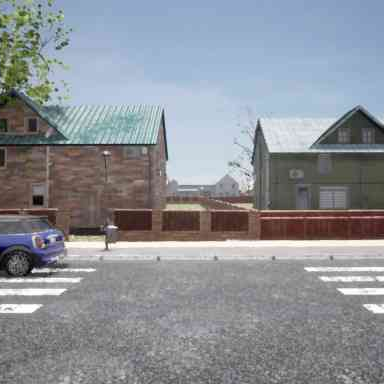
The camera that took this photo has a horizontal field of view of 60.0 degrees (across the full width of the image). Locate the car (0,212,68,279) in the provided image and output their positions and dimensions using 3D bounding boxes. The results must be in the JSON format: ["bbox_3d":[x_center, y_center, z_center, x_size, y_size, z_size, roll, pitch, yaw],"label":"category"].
[{"bbox_3d":[-6.282,1.496,10.032,4.553,1.767,2.097,-1,-1,1],"label":"car"}]
